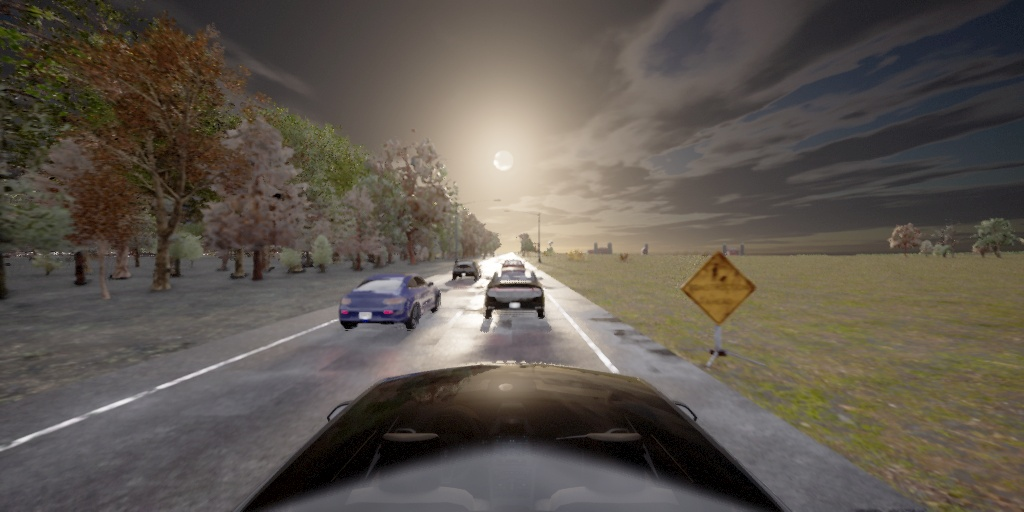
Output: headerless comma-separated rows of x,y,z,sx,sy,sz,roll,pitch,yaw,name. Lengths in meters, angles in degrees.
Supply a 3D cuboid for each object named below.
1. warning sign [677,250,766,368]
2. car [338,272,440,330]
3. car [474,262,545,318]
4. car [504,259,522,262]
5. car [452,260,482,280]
3.550,0.827,6.174,1.300,1.860,1.060,0,0,0,warning sign
-3.424,1.199,10.688,1.812,1.442,4.674,0,1,0,car
0.084,1.150,12.486,2.128,1.511,4.902,0,1,0,car
0.089,0.993,29.381,1.882,1.535,5.008,0,0,0,car
-3.416,1.033,27.823,1.837,1.490,4.892,0,1,0,car
